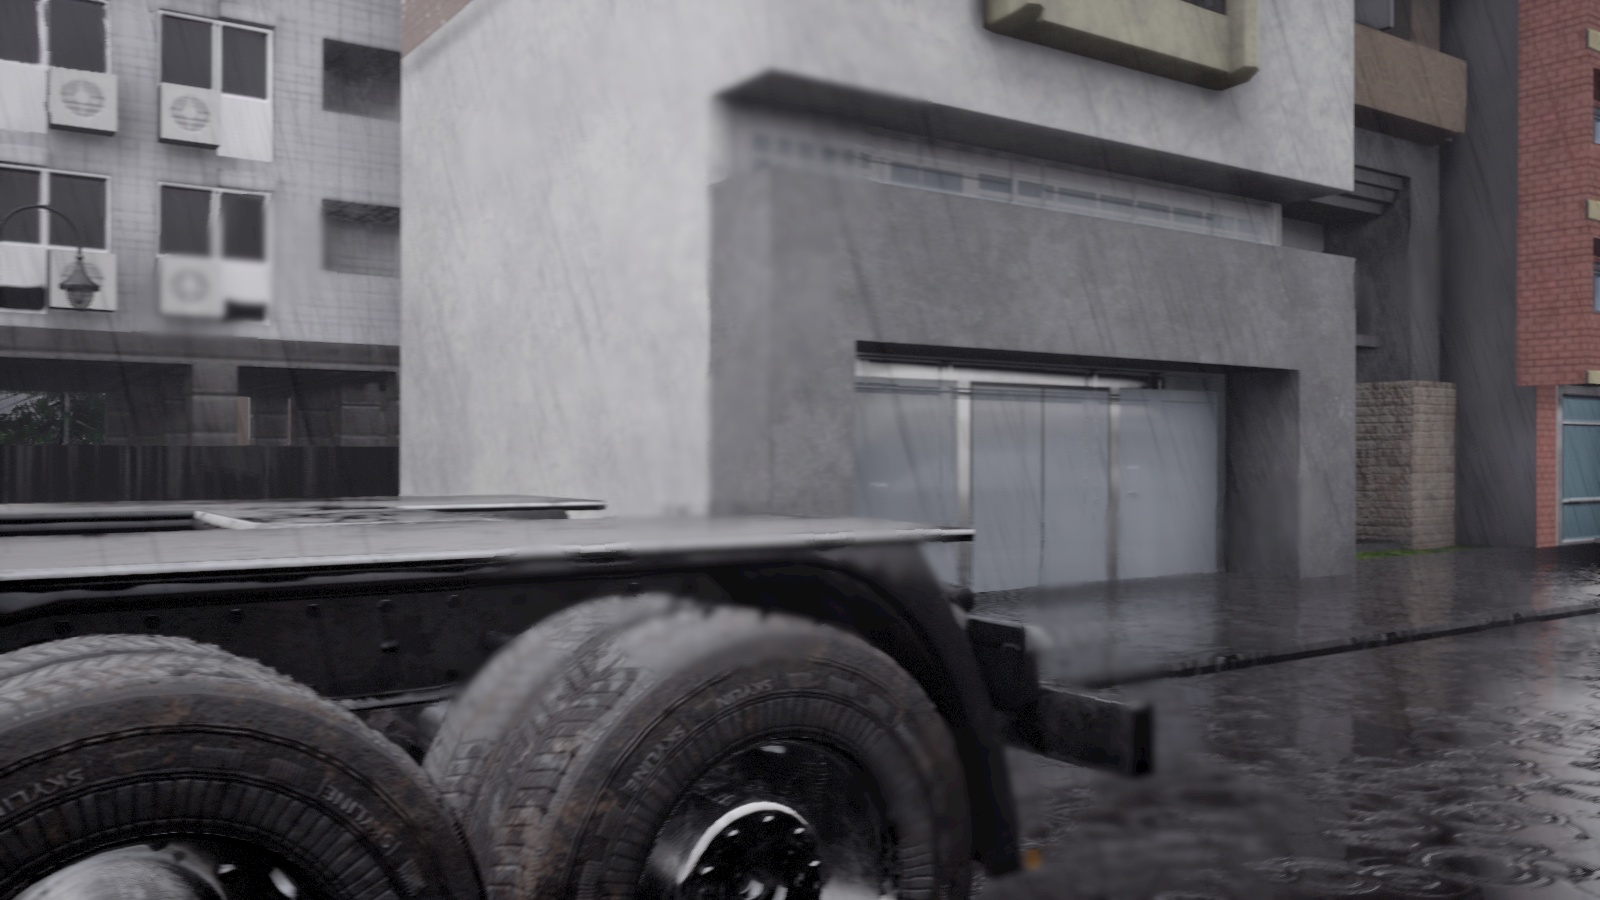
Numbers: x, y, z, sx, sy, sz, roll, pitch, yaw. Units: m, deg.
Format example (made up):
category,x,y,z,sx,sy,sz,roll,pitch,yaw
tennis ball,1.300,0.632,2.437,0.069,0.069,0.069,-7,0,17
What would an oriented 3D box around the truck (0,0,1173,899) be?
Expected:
category,x,y,z,sx,sy,sz,roll,pitch,yaw
truck,-3.146,-0.225,2.082,7.936,3.462,2.891,0,0,-35
